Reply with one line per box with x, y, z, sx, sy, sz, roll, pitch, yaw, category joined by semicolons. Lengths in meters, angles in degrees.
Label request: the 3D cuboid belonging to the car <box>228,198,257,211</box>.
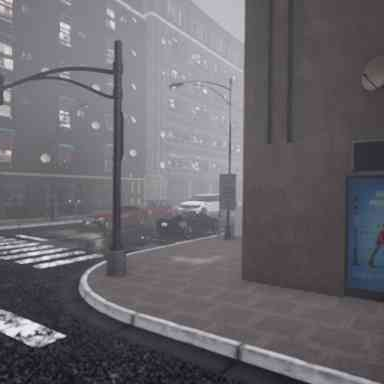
6.226;1.490;40.590;1.802;1.307;4.206;1;1;35;car

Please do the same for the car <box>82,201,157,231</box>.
-4.588;1.492;20.844;1.812;1.442;4.674;1;1;35;car

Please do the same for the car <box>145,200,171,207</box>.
-3.386;1.368;26.855;1.967;1.590;4.097;1;1;35;car

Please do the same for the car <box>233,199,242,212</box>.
3.024;1.230;36.010;2.192;1.841;5.009;1;1;35;car

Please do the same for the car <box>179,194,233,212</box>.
1.078;1.177;28.933;2.150;2.045;5.566;1;1;35;car

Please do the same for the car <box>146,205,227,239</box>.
-0.136;1.602;17.760;1.947;1.339;4.313;1;1;35;car
